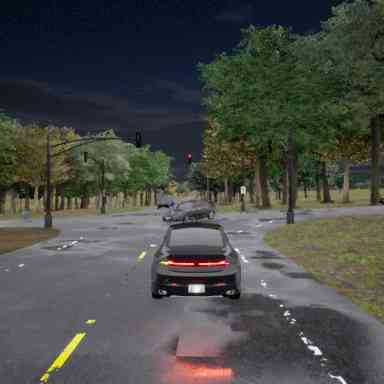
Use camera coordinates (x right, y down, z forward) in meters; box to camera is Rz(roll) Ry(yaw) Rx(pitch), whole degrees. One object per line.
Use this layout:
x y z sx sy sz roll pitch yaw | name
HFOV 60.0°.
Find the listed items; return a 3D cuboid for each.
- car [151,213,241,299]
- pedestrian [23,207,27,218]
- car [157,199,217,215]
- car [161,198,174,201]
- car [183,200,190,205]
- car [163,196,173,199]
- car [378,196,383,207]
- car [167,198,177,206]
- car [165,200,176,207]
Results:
0.087 1.508 8.461 1.837 1.490 4.892 0 0 0 | car
-18.098 2.203 36.061 0.375 1.300 0.375 0 1 2 | pedestrian
-0.117 1.451 24.134 1.837 1.490 4.892 -4 0 40 | car
-4.181 2.007 50.209 1.895 1.301 4.718 0 -1 -1 | car
-1.516 2.968 91.158 1.895 1.301 4.718 0 -2 -1 | car
-4.382 1.801 60.075 2.150 2.045 5.566 0 -1 -2 | car
19.821 0.523 30.749 4.553 1.767 2.097 -2 -1 2 | car
-4.777 2.392 80.633 2.097 1.767 4.553 0 -2 -1 | car
-4.543 2.316 70.342 2.033 1.411 5.357 0 -1 -1 | car
